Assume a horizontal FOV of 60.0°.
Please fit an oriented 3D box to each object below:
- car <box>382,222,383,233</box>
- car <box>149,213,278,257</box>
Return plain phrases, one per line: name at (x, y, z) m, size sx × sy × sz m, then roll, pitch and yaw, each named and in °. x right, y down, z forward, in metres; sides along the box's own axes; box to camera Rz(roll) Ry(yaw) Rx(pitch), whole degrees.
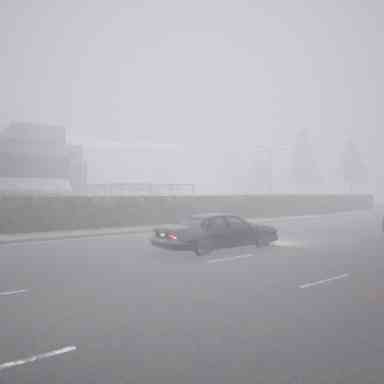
car at (6.992, 1.526, 8.741) m, size 4.674 × 1.442 × 1.812 m, roll 0°, pitch 0°, yaw -36°
car at (0.998, 1.547, 13.049) m, size 5.357 × 1.411 × 2.033 m, roll 0°, pitch 0°, yaw -35°
